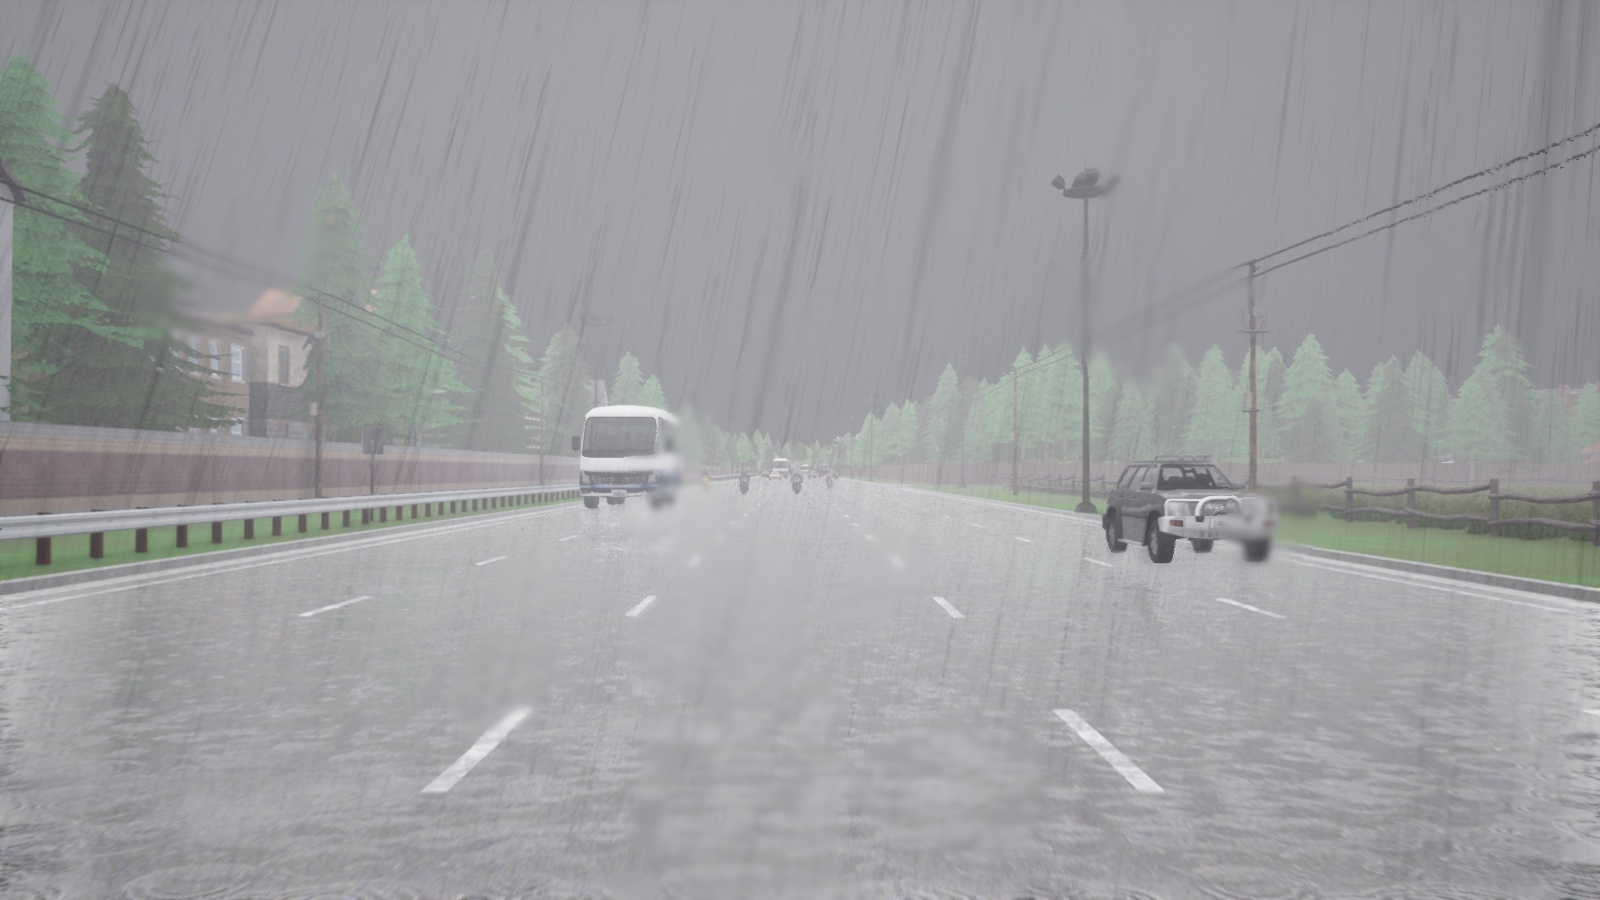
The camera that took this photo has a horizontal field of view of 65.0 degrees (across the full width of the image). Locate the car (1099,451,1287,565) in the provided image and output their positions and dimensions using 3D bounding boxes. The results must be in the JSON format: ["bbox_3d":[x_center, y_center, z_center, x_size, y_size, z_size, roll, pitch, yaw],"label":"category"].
[{"bbox_3d":[6.945,0.984,22.749,1.932,1.855,4.605,0,-1,0],"label":"car"}]

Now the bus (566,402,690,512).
[{"bbox_3d":[-7.135,0.369,53.906,3.944,4.253,10.273,0,-1,0],"label":"bus"}]
